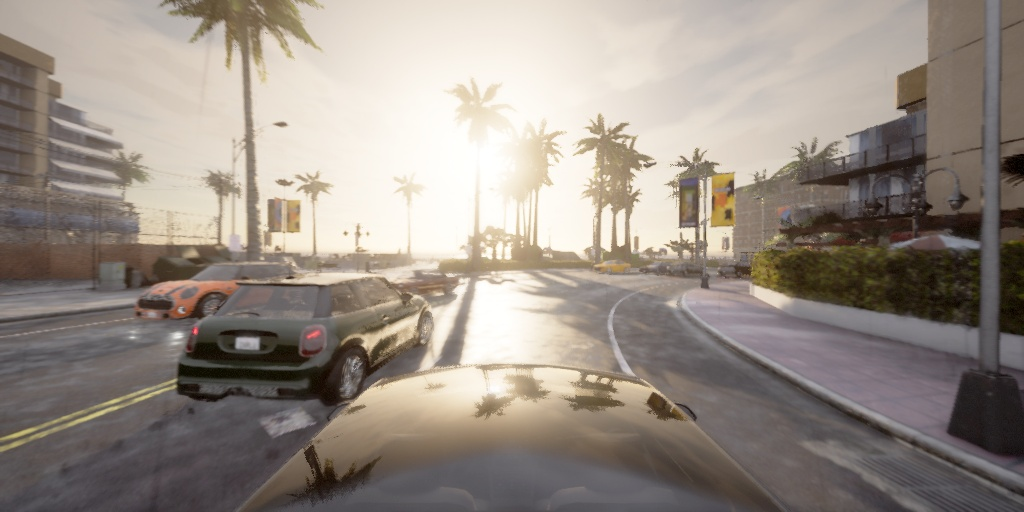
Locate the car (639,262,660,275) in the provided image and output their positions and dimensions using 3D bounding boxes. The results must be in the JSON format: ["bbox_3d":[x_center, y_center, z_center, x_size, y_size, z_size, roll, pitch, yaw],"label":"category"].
[{"bbox_3d":[16.853,1.339,40.846,5.357,1.411,2.033,0,0,-31],"label":"car"}]

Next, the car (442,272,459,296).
[{"bbox_3d":[-4.336,1.278,16.494,1.895,1.301,4.718,1,0,21],"label":"car"}]

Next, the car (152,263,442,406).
[{"bbox_3d":[-2.987,1.065,6.414,2.097,1.767,4.553,1,0,5],"label":"car"}]

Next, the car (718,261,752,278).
[{"bbox_3d":[22.956,1.346,36.236,4.902,1.511,2.128,0,0,-27],"label":"car"}]

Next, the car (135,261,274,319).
[{"bbox_3d":[-9.166,1.001,11.837,2.097,1.767,4.553,1,0,14],"label":"car"}]

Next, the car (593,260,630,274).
[{"bbox_3d":[11.578,1.224,41.493,5.008,1.535,1.882,1,0,-34],"label":"car"}]

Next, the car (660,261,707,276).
[{"bbox_3d":[18.241,1.304,37.370,4.902,1.511,2.128,0,0,-31],"label":"car"}]
